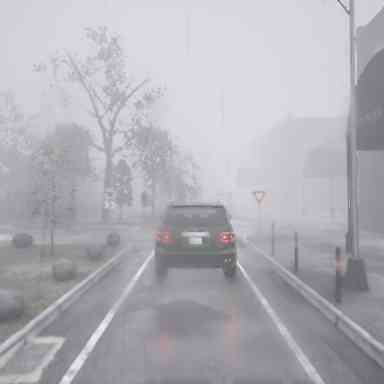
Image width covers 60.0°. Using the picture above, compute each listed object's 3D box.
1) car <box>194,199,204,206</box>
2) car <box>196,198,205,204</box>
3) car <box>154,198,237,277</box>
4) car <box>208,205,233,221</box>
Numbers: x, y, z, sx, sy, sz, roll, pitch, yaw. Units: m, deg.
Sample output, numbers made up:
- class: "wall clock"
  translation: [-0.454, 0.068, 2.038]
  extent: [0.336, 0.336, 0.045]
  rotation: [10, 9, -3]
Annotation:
- class: "car"
  translation: [1.706, 2.337, 75.878]
  extent: [2.128, 1.511, 4.902]
  rotation: [0, 0, 3]
- class: "car"
  translation: [2.272, 2.275, 86.207]
  extent: [1.994, 1.385, 4.181]
  rotation: [0, -1, 5]
- class: "car"
  translation: [0.117, 1.304, 10.591]
  extent: [2.150, 2.045, 5.566]
  rotation: [0, -1, 1]
- class: "car"
  translation: [3.146, 2.293, 37.410]
  extent: [2.128, 1.511, 4.902]
  rotation: [0, -1, -4]
